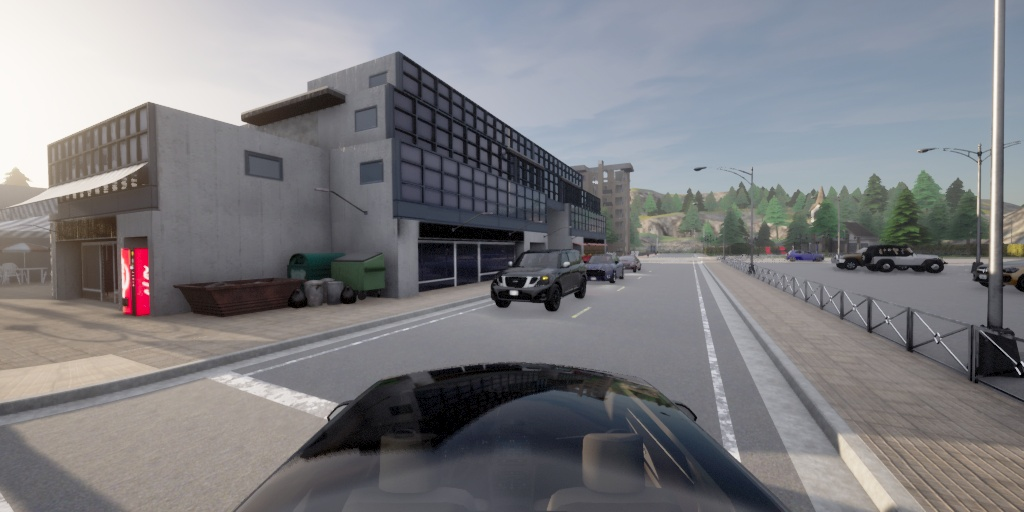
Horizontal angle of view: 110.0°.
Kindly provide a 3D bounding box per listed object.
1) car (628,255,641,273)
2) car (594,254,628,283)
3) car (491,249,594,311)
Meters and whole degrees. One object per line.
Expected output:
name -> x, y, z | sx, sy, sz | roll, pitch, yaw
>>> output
car -> 10.249, 0.633, 31.738 | 1.812, 1.442, 4.674 | 0, 1, 27
car -> 5.679, 0.677, 22.583 | 2.097, 1.767, 4.553 | 0, 1, 26
car -> 1.289, 0.757, 13.780 | 2.150, 2.045, 5.566 | 0, 1, 26
